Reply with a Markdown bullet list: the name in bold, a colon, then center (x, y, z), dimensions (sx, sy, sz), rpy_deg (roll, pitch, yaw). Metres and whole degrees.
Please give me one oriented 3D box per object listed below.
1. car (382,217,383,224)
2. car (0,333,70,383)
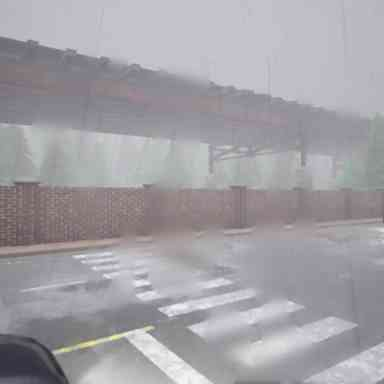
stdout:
- **car**: center (14.907, 1.615, 22.632), dimensions (4.892, 1.490, 1.837), rpy_deg (0, 0, -34)
- **car**: center (-2.760, 1.558, 1.778), dimensions (4.181, 1.385, 1.994), rpy_deg (0, 0, -35)
